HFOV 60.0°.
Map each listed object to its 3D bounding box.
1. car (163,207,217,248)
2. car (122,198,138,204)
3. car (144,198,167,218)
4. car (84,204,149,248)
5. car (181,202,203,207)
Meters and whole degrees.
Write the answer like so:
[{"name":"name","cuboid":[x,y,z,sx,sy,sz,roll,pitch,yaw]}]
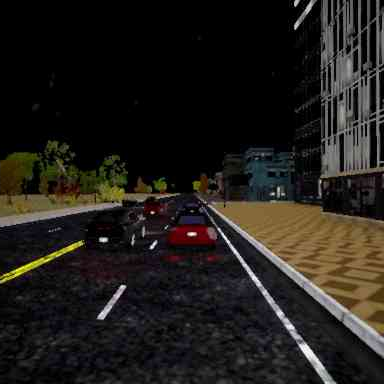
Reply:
[{"name":"car","cuboid":[0.000,1.571,14.650,1.994,1.385,4.181,0,0,0]},{"name":"car","cuboid":[-9.750,1.651,52.620,1.895,1.301,4.718,0,0,0]},{"name":"car","cuboid":[-3.250,1.531,29.650,1.812,1.442,4.674,0,0,0]},{"name":"car","cuboid":[-3.250,1.515,14.650,1.837,1.490,4.892,0,0,0]},{"name":"car","cuboid":[0.000,1.571,29.650,1.994,1.385,4.181,0,0,0]}]
